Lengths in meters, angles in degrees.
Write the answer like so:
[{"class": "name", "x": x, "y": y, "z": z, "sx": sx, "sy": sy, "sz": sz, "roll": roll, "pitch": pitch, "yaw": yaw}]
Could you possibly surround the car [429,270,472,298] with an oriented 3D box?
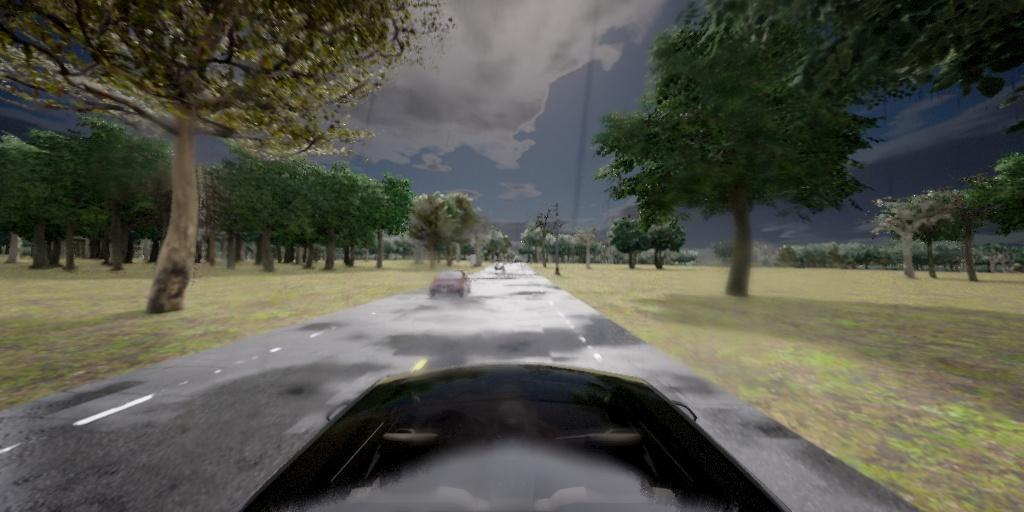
[{"class": "car", "x": -3.443, "y": 1.529, "z": 20.722, "sx": 1.812, "sy": 1.442, "sz": 4.674, "roll": 0, "pitch": -1, "yaw": 1}]
